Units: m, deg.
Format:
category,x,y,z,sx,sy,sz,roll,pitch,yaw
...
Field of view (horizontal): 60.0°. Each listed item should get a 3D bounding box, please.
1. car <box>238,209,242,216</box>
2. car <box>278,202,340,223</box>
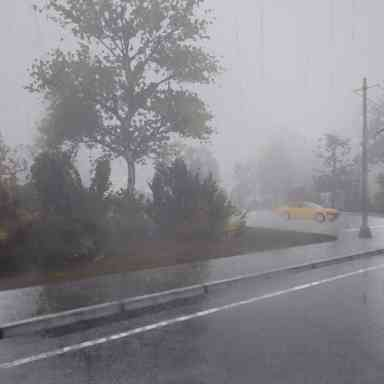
category,x,y,z,sx,sy,sz,roll,pitch,yaw
car,2.991,1.584,34.354,2.097,1.767,4.553,0,-1,-43
car,9.326,1.566,26.865,1.882,1.535,5.008,0,-1,-39
